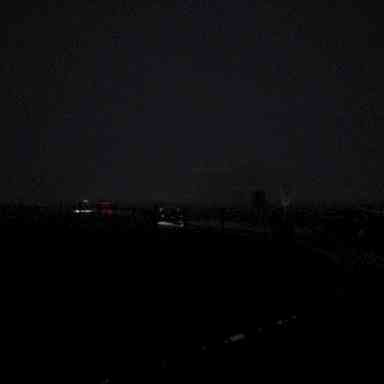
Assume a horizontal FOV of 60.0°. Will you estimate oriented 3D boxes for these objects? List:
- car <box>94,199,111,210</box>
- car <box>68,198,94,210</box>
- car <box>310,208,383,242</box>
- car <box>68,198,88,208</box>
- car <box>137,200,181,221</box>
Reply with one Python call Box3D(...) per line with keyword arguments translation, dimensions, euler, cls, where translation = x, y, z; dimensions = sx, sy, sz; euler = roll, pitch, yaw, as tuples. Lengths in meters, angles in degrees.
Box3D(translation=(-13.083, 1.759, 47.376), dimensions=(2.128, 1.511, 4.902), euler=(1, -1, -35), cls="car")
Box3D(translation=(-15.850, 1.731, 46.359), dimensions=(2.128, 1.511, 4.902), euler=(1, -1, -35), cls="car")
Box3D(translation=(8.203, 1.568, 16.991), dimensions=(1.837, 1.490, 4.892), euler=(3, -1, -23), cls="car")
Box3D(translation=(-19.149, 1.803, 55.756), dimensions=(1.882, 1.535, 5.008), euler=(1, -1, -36), cls="car")
Box3D(translation=(-2.800, 1.468, 28.070), dimensions=(2.097, 1.767, 4.553), euler=(1, -1, -36), cls="car")
